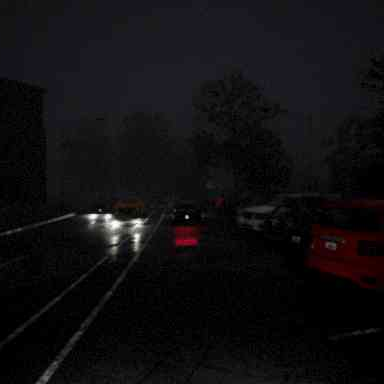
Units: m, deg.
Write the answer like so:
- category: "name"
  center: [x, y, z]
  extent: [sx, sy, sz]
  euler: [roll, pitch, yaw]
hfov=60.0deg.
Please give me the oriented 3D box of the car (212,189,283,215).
- category: "car"
  center: [4.733, 0.794, 28.460]
  extent: [5.566, 2.045, 2.435]
  euler: [0, 1, -23]

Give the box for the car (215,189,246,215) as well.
- category: "car"
  center: [4.799, 0.872, 25.459]
  extent: [5.566, 2.045, 2.435]
  euler: [0, 2, -22]

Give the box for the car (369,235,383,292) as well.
- category: "car"
  center: [5.310, 1.475, 4.670]
  extent: [4.892, 1.521, 2.231]
  euler: [1, 1, -21]

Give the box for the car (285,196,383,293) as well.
- category: "car"
  center: [5.298, 1.203, 7.659]
  extent: [5.566, 2.045, 2.435]
  euler: [1, 0, -21]

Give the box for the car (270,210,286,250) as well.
- category: "car"
  center: [5.251, 1.454, 10.636]
  extent: [4.792, 1.488, 2.163]
  euler: [0, 0, -21]

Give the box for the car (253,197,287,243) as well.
- category: "car"
  center: [5.142, 1.257, 13.582]
  extent: [4.553, 1.767, 2.185]
  euler: [0, 1, -21]

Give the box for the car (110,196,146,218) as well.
- category: "car"
  center: [-4.766, 1.091, 26.140]
  extent: [1.882, 1.535, 5.008]
  euler: [0, 1, -2]

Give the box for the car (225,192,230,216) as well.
- category: "car"
  center: [4.956, 1.075, 22.521]
  extent: [4.553, 1.767, 2.185]
  euler: [0, 2, -22]

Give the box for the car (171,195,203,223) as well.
- category: "car"
  center: [-0.349, 1.207, 22.769]
  extent: [1.837, 1.490, 4.892]
  euler: [0, 2, -1]

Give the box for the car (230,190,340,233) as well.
- category: "car"
  center: [5.078, 1.081, 16.549]
  extent: [5.566, 2.045, 2.435]
  euler: [0, 2, -22]

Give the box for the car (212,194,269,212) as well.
- category: "car"
  center: [4.573, 0.968, 31.421]
  extent: [4.892, 1.521, 2.231]
  euler: [0, 1, -23]

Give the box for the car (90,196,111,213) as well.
- category: "car"
  center: [-7.687, 1.056, 30.141]
  extent: [2.033, 1.411, 5.357]
  euler: [0, 1, -2]
